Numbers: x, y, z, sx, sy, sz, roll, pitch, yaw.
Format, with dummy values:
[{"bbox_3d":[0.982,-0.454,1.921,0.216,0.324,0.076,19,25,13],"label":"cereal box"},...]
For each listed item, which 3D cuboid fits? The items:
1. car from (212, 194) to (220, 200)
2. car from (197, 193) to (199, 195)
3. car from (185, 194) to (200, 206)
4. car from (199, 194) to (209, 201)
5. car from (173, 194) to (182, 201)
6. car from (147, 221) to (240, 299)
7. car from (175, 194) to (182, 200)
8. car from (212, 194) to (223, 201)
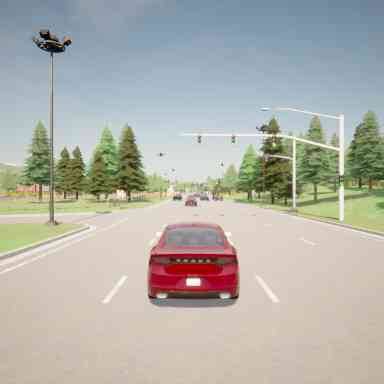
[{"bbox_3d":[6.738,1.372,94.151,2.033,1.411,5.357,0,0,0],"label":"car"},{"bbox_3d":[3.238,1.357,94.141,2.128,1.511,4.902,0,0,0],"label":"car"},{"bbox_3d":[-0.147,1.525,53.098,1.812,1.442,4.674,0,0,0],"label":"car"},{"bbox_3d":[3.266,1.516,84.138,1.812,1.442,4.674,0,0,0],"label":"car"},{"bbox_3d":[-3.733,1.469,83.702,1.882,1.535,5.008,0,0,0],"label":"car"},{"bbox_3d":[0.040,1.478,8.496,1.882,1.535,5.008,0,0,0],"label":"car"},{"bbox_3d":[-3.762,1.310,94.121,1.882,1.535,5.008,0,0,0],"label":"car"},{"bbox_3d":[6.767,1.516,83.731,2.128,1.511,4.902,0,0,0],"label":"car"}]
